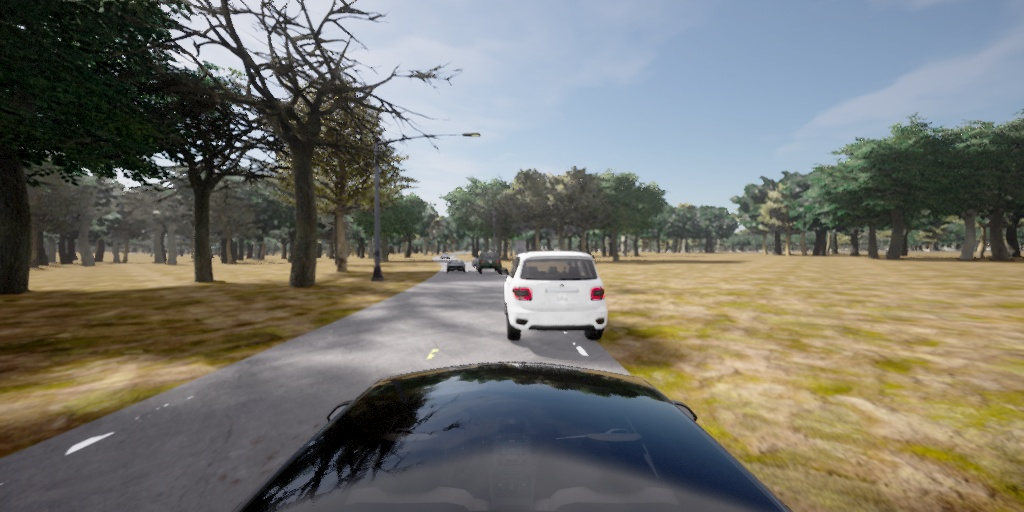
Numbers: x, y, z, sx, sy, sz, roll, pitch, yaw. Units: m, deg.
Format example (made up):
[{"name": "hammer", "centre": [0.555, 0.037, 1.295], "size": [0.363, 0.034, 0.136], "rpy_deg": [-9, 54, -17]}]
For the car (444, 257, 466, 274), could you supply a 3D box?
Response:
[{"name": "car", "centre": [-5.506, 1.015, 35.534], "size": [1.895, 1.301, 4.718], "rpy_deg": [0, 1, -8]}]

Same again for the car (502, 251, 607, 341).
[{"name": "car", "centre": [0.901, 0.899, 9.811], "size": [2.150, 2.045, 5.566], "rpy_deg": [0, 1, -2]}]

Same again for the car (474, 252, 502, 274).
[{"name": "car", "centre": [-2.362, 0.620, 36.104], "size": [2.150, 2.045, 5.566], "rpy_deg": [0, 1, -8]}]

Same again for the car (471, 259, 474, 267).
[{"name": "car", "centre": [-4.321, 0.807, 48.197], "size": [1.994, 1.385, 4.181], "rpy_deg": [0, 1, -10]}]
